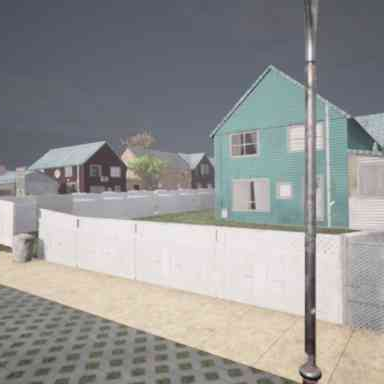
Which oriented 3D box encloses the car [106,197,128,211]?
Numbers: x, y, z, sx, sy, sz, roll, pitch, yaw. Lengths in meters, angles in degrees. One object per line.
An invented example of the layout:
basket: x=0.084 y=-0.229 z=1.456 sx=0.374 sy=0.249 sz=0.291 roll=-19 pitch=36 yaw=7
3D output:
car: x=-6.710 y=0.885 z=29.883 sx=1.882 sy=1.535 sz=5.008 roll=-1 pitch=1 yaw=35

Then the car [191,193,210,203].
car: x=0.570 y=0.545 z=40.245 sx=1.882 sy=1.535 sz=5.008 roll=-1 pitch=1 yaw=36

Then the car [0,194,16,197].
car: x=-12.717 y=1.040 z=21.325 sx=2.097 sy=1.767 sz=4.553 roll=-1 pitch=1 yaw=35
